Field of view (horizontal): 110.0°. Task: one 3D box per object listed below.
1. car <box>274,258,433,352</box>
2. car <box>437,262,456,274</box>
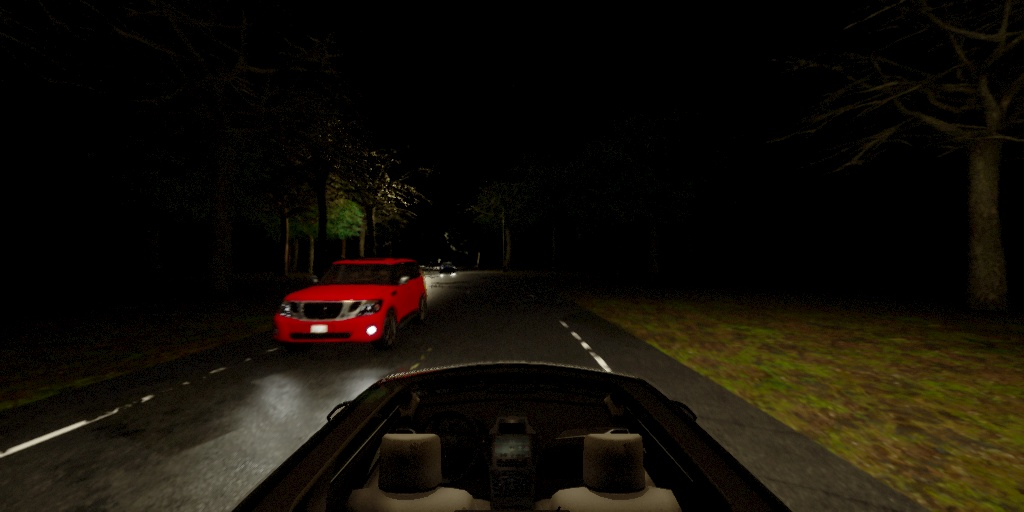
[{"bbox_3d":[-3.778,1.058,9.597,2.150,2.045,5.566,0,-1,-2],"label":"car"},{"bbox_3d":[-9.315,1.618,51.830,2.097,1.767,4.553,0,-1,-12],"label":"car"}]
